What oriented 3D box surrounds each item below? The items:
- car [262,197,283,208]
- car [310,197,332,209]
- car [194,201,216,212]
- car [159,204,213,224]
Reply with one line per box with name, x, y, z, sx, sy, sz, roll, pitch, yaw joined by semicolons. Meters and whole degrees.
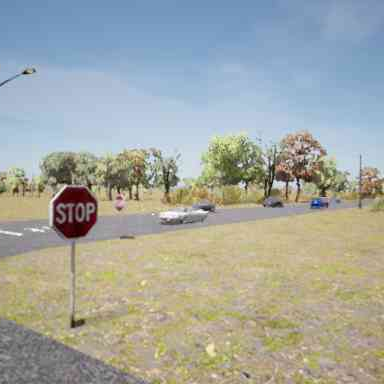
car;15.045;1.937;61.643;2.150;2.045;5.566;1;2;36
car;23.687;2.035;61.663;2.150;2.045;5.566;1;0;36
car;1.187;1.936;42.434;2.128;1.511;4.902;1;1;36
car;-0.542;1.928;28.057;1.895;1.301;4.718;1;0;36
